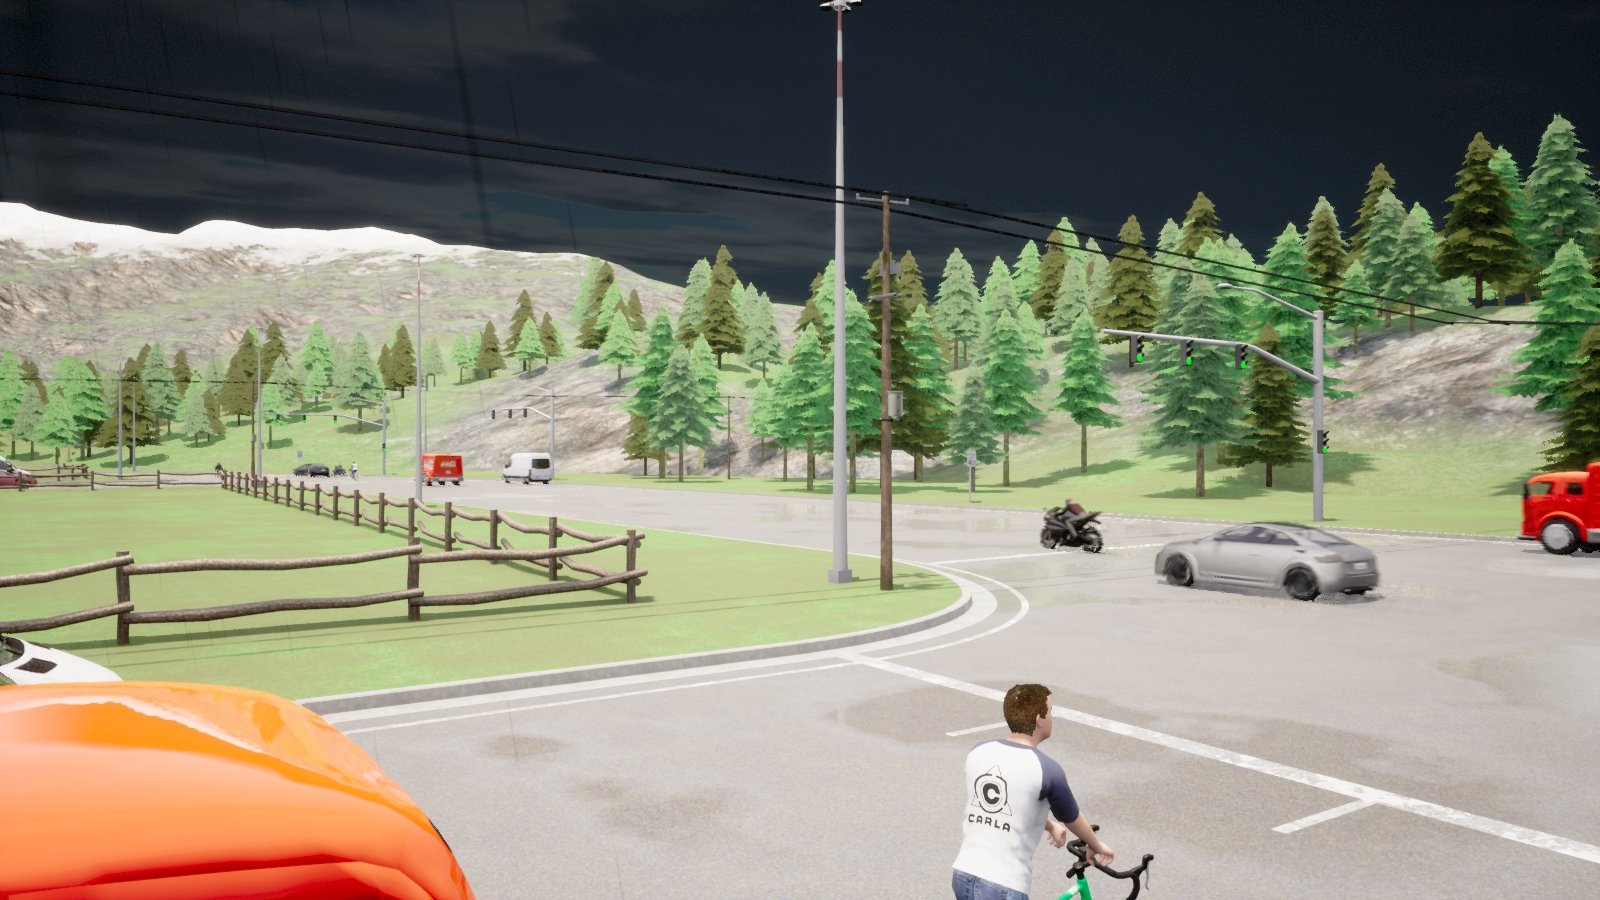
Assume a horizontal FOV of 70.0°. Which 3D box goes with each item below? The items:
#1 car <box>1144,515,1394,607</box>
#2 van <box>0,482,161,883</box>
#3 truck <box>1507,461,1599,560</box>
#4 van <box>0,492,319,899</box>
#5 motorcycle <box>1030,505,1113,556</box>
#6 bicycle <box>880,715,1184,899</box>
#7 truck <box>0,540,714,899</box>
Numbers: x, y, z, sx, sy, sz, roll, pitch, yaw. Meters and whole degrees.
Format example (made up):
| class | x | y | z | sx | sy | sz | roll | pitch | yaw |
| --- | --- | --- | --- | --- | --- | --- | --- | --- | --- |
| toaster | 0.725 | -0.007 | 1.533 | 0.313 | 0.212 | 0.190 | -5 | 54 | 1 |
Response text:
| class | x | y | z | sx | sy | sz | roll | pitch | yaw |
| --- | --- | --- | --- | --- | --- | --- | --- | --- | --- |
| car | 9.174 | 2.105 | 22.676 | 1.994 | 1.385 | 4.181 | 0 | 0 | -35 |
| van | -7.467 | 1.533 | 7.096 | 5.915 | 2.561 | 1.988 | 0 | 0 | -35 |
| truck | 21.582 | 1.546 | 29.346 | 2.627 | 2.467 | 5.204 | 0 | 0 | -35 |
| van | -5.215 | 1.535 | 4.399 | 5.915 | 2.561 | 1.988 | 0 | 0 | -35 |
| motorcycle | 7.426 | 2.189 | 31.361 | 0.867 | 1.251 | 2.209 | 0 | 0 | -35 |
| bicycle | 1.060 | 2.053 | 4.957 | 1.643 | 1.496 | 0.373 | 0 | 0 | -41 |
| truck | -3.050 | 1.566 | 1.729 | 5.204 | 2.467 | 2.627 | 0 | 0 | -34 |
